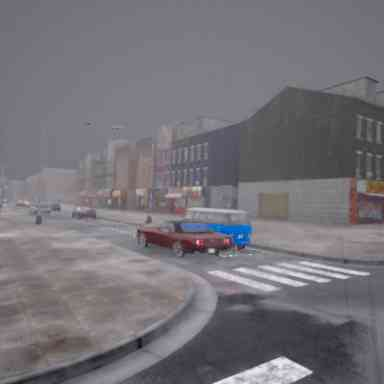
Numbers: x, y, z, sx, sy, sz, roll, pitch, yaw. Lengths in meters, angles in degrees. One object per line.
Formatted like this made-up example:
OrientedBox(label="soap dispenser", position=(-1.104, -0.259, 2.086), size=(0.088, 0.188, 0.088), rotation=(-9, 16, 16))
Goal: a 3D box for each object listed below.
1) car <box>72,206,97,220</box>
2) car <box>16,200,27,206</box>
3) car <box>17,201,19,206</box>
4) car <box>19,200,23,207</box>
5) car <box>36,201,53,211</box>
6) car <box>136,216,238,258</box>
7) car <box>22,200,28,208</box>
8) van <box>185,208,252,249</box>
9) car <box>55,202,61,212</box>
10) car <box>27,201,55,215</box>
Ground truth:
OrientedBox(label="car", position=(-10.959, 2.093, 33.947), size=(1.802, 1.307, 4.206), rotation=(3, -2, -33))
OrientedBox(label="car", position=(-40.929, 2.711, 79.664), size=(1.802, 1.307, 4.206), rotation=(3, -2, -33))
OrientedBox(label="car", position=(-37.928, 2.497, 75.098), size=(1.967, 1.590, 4.097), rotation=(3, -2, -33))
OrientedBox(label="car", position=(-34.935, 2.570, 70.522), size=(1.802, 1.307, 4.206), rotation=(3, -2, -33))
OrientedBox(label="car", position=(-24.832, 2.319, 55.825), size=(1.812, 1.442, 4.674), rotation=(3, -2, -33))
OrientedBox(label="car", position=(-0.536, 1.818, 13.695), size=(1.895, 1.301, 4.718), rotation=(3, -2, -34))
OrientedBox(label="car", position=(-32.029, 2.448, 66.094), size=(1.752, 1.417, 4.829), rotation=(3, -2, -33))
OrientedBox(label="van", position=(1.036, 1.674, 15.664), size=(1.690, 1.788, 3.998), rotation=(3, -2, -33))
OrientedBox(label="car", position=(-20.997, 2.220, 49.970), size=(1.837, 1.490, 4.892), rotation=(3, -2, -33))
OrientedBox(label="car", position=(-18.774, 2.090, 41.160), size=(1.895, 1.301, 4.718), rotation=(3, -2, -33))
